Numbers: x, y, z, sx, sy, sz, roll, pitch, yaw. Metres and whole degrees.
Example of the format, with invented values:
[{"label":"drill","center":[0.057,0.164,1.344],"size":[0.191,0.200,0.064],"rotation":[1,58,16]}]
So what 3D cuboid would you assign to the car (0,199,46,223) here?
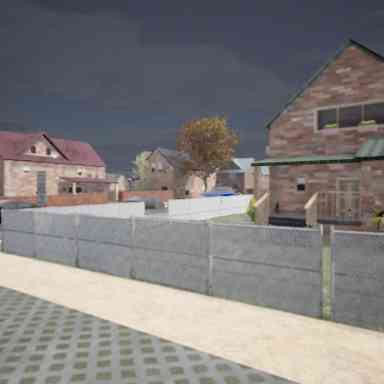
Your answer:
[{"label":"car","center":[-11.658,1.262,20.857],"size":[1.882,1.535,5.008],"rotation":[1,2,34]}]

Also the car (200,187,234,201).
[{"label":"car","center":[3.258,0.404,41.843],"size":[2.150,2.045,5.566],"rotation":[1,1,36]}]

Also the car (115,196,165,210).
[{"label":"car","center":[-4.772,1.051,30.594],"size":[2.033,1.411,5.357],"rotation":[1,2,35]}]
